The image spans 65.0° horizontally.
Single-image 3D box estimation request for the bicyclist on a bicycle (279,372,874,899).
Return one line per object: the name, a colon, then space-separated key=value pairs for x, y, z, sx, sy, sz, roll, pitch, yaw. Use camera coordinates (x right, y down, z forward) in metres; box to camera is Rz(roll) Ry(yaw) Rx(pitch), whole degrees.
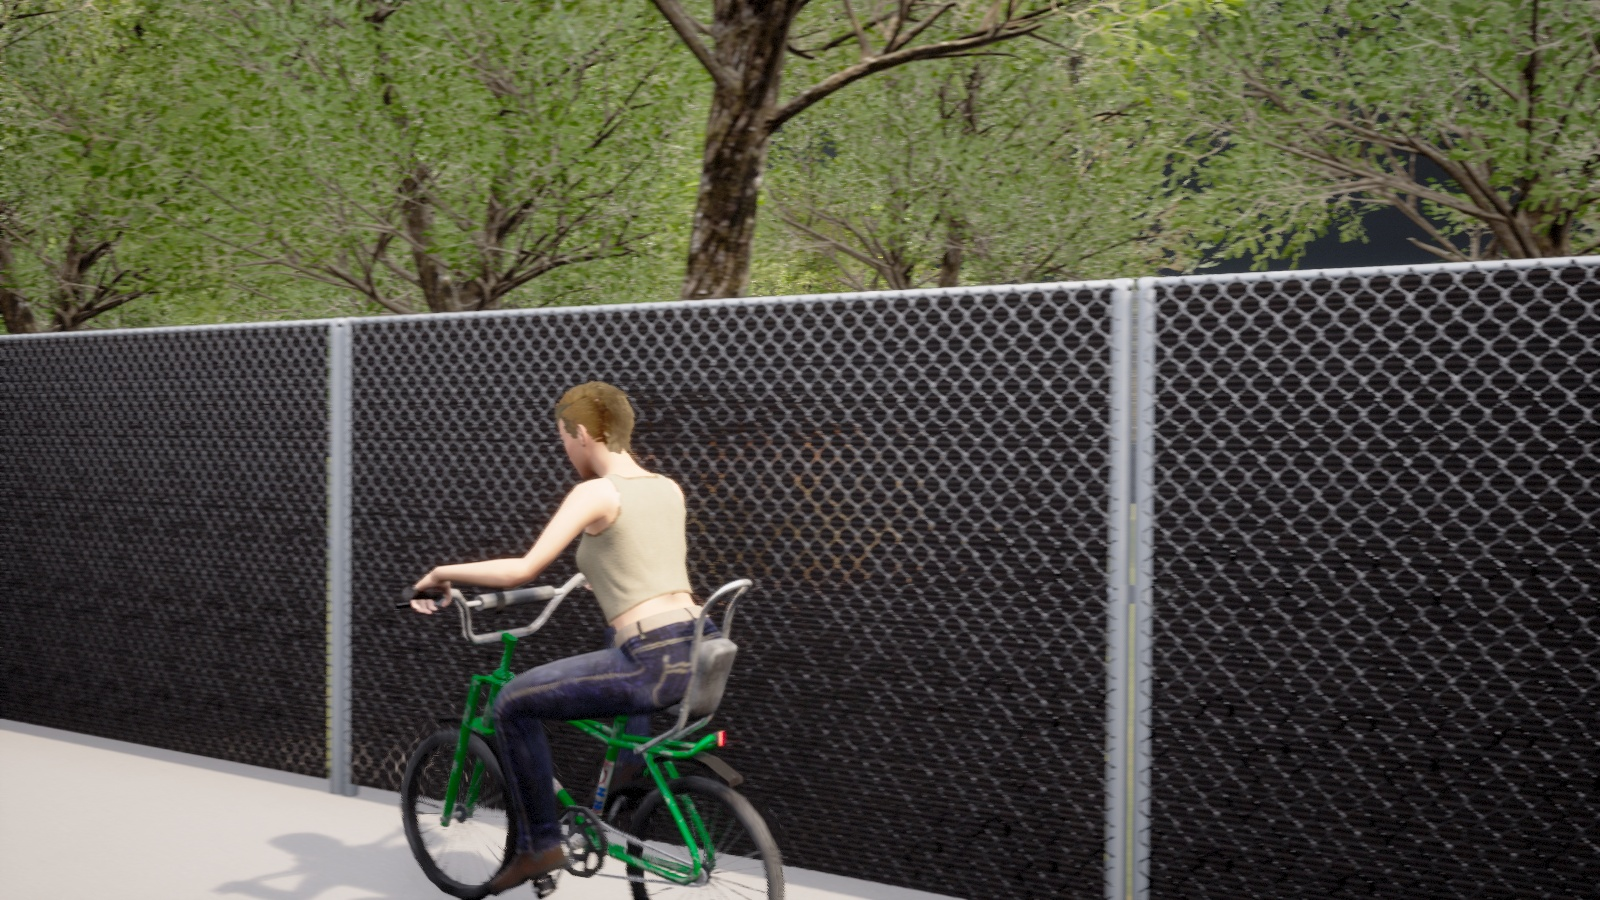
bicyclist on a bicycle: x=-0.663 y=0.620 z=3.672 sx=1.509 sy=1.612 sz=0.866 roll=0 pitch=1 yaw=33
